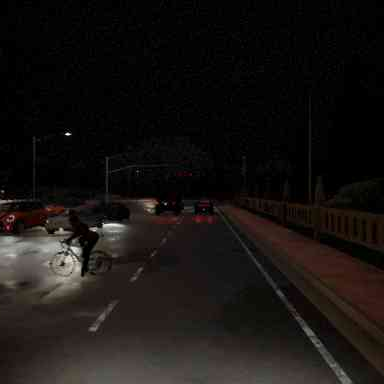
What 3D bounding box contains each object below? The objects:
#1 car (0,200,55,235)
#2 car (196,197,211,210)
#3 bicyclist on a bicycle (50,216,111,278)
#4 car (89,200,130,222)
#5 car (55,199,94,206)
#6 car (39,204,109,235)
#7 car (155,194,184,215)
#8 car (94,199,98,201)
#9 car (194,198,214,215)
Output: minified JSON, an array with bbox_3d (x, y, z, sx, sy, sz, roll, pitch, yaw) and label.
[{"bbox_3d":[-10.003,1.351,18.943,2.097,1.767,4.553,0,0,2],"label":"car"},{"bbox_3d":[1.576,1.478,44.484,1.882,1.535,5.008,0,0,2],"label":"car"},{"bbox_3d":[-2.968,1.454,8.826,1.656,1.620,0.582,-1,0,2],"label":"bicyclist on a bicycle"},{"bbox_3d":[-6.164,1.566,25.947,1.994,1.385,4.181,0,0,2],"label":"car"},{"bbox_3d":[-9.661,1.381,26.098,2.097,1.767,4.553,0,0,2],"label":"car"},{"bbox_3d":[-6.504,1.601,18.926,1.895,1.301,4.718,0,0,2],"label":"car"},{"bbox_3d":[-2.343,1.221,33.666,2.150,2.045,5.566,0,0,2],"label":"car"},{"bbox_3d":[-9.499,1.491,32.356,2.128,1.511,4.902,0,0,3],"label":"car"},{"bbox_3d":[1.239,1.491,34.542,2.128,1.511,4.902,0,0,2],"label":"car"}]
